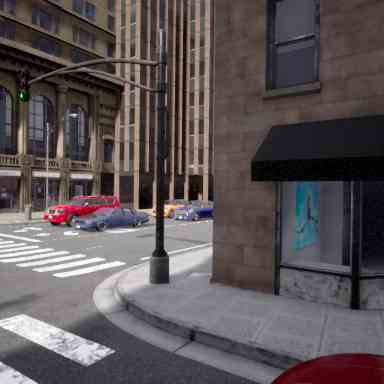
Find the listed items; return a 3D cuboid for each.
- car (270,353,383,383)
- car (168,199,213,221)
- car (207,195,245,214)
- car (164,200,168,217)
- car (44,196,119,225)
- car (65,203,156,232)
[{"bbox_3d":[2.380,1.545,1.275,4.507,1.381,1.887,0,1,35],"label":"car"},{"bbox_3d":[0.335,1.544,29.367,2.097,1.767,4.553,1,0,35],"label":"car"},{"bbox_3d":[4.227,1.465,40.562,2.150,2.045,5.566,1,0,35],"label":"car"},{"bbox_3d":[-1.862,1.504,31.896,2.097,1.767,4.553,1,0,35],"label":"car"},{"bbox_3d":[-7.568,1.289,23.761,2.150,2.045,5.566,1,0,35],"label":"car"},{"bbox_3d":[-5.105,1.658,21.620,2.033,1.411,5.357,1,0,35],"label":"car"}]
